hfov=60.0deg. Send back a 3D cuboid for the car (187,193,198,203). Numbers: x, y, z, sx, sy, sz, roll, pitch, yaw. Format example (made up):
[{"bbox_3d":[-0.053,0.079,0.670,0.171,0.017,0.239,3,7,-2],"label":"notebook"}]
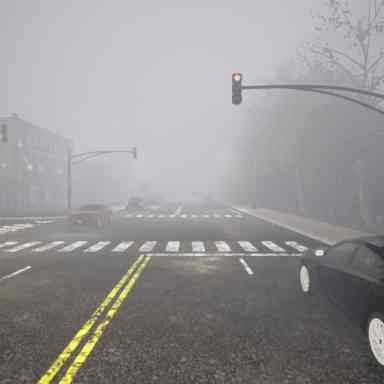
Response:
[{"bbox_3d":[0.128,1.196,68.627,2.150,2.045,5.566,0,0,0],"label":"car"}]

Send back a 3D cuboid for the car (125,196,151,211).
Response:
[{"bbox_3d":[-6.581,1.340,39.586,2.097,1.767,4.553,0,0,0],"label":"car"}]

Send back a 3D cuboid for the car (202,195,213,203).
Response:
[{"bbox_3d":[3.382,1.480,68.959,1.837,1.490,4.892,0,0,0],"label":"car"}]

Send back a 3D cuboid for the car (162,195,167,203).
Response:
[{"bbox_3d":[-6.469,1.465,70.783,1.837,1.490,4.892,0,0,0],"label":"car"}]

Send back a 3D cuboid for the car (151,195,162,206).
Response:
[{"bbox_3d":[-6.567,1.582,55.157,1.895,1.301,4.718,0,0,0],"label":"car"}]

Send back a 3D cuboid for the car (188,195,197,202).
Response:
[{"bbox_3d":[0.034,1.509,79.270,2.033,1.411,5.357,0,0,0],"label":"car"}]

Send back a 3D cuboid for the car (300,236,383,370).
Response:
[{"bbox_3d":[3.345,1.477,5.634,1.882,1.535,5.008,0,0,1],"label":"car"}]

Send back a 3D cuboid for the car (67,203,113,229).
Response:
[{"bbox_3d":[-6.591,1.473,22.005,1.882,1.535,5.008,0,0,0],"label":"car"}]

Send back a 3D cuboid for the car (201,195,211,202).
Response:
[{"bbox_3d":[3.284,1.494,79.149,2.128,1.511,4.902,0,0,0],"label":"car"}]
